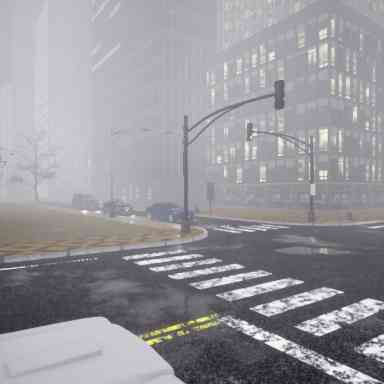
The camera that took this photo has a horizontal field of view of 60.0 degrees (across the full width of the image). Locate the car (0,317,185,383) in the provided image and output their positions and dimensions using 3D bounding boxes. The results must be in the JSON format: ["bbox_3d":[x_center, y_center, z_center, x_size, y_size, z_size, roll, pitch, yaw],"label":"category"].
[{"bbox_3d":[-2.245,1.601,1.841,4.718,1.301,1.895,0,0,-36],"label":"car"}]

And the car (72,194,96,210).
[{"bbox_3d":[-13.821,1.227,42.916,2.150,2.045,5.566,0,0,-35],"label":"car"}]

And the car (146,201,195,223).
[{"bbox_3d":[-1.755,1.484,25.815,1.882,1.535,5.008,0,0,-36],"label":"car"}]

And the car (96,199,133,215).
[{"bbox_3d":[-7.733,1.497,34.275,2.128,1.511,4.902,0,0,-35],"label":"car"}]
